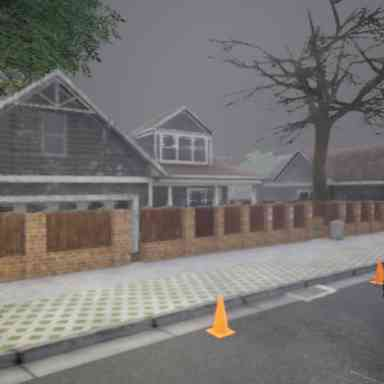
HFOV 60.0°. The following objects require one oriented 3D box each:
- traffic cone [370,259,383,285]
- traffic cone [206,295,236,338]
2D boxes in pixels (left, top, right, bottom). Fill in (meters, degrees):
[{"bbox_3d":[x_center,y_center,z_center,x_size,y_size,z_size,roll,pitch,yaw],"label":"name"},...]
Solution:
[{"bbox_3d":[4.623,1.936,8.162,0.340,0.580,0.340,0,0,-34],"label":"traffic cone"},{"bbox_3d":[0.462,1.946,5.317,0.340,0.580,0.340,0,0,-35],"label":"traffic cone"}]
